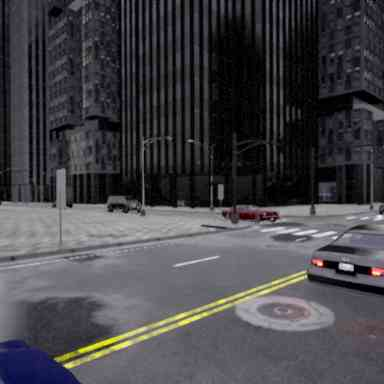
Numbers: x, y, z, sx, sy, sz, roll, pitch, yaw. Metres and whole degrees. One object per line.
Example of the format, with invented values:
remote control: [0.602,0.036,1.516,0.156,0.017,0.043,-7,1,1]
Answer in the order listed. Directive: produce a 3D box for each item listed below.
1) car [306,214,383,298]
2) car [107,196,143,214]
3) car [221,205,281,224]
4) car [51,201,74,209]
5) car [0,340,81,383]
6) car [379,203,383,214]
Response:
car: [4.829,1.514,8.280,5.357,1.411,2.033,0,0,-44]
car: [-7.874,1.460,38.955,2.150,2.045,5.566,-1,0,-44]
car: [4.435,1.645,25.410,1.895,1.301,4.718,-1,0,-35]
car: [-20.203,2.028,51.779,1.895,1.301,4.718,-1,0,-43]
car: [-2.581,1.606,1.099,4.718,1.301,1.895,0,0,-44]
car: [19.454,1.386,31.774,4.892,1.490,1.837,0,0,-44]
